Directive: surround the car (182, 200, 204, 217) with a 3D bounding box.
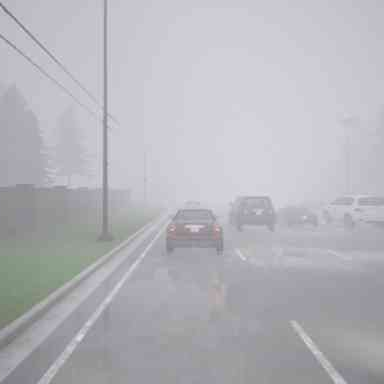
[{"bbox_3d":[0.098,1.553,33.019,2.033,1.411,5.357,0,0,0],"label":"car"}]

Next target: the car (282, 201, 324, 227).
[{"bbox_3d":[7.098,1.567,22.948,1.994,1.385,4.181,0,0,0],"label":"car"}]

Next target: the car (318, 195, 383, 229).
[{"bbox_3d":[10.598,1.224,21.907,2.150,2.045,5.566,0,0,0],"label":"car"}]

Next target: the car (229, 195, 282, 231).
[{"bbox_3d":[3.598,1.225,20.614,2.150,2.045,5.566,0,0,0],"label":"car"}]

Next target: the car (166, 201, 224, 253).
[{"bbox_3d":[0.098,1.354,13.836,2.097,1.767,4.553,0,0,0],"label":"car"}]

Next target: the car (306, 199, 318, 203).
[{"bbox_3d":[14.098,1.497,38.392,2.128,1.511,4.902,0,0,0],"label":"car"}]
